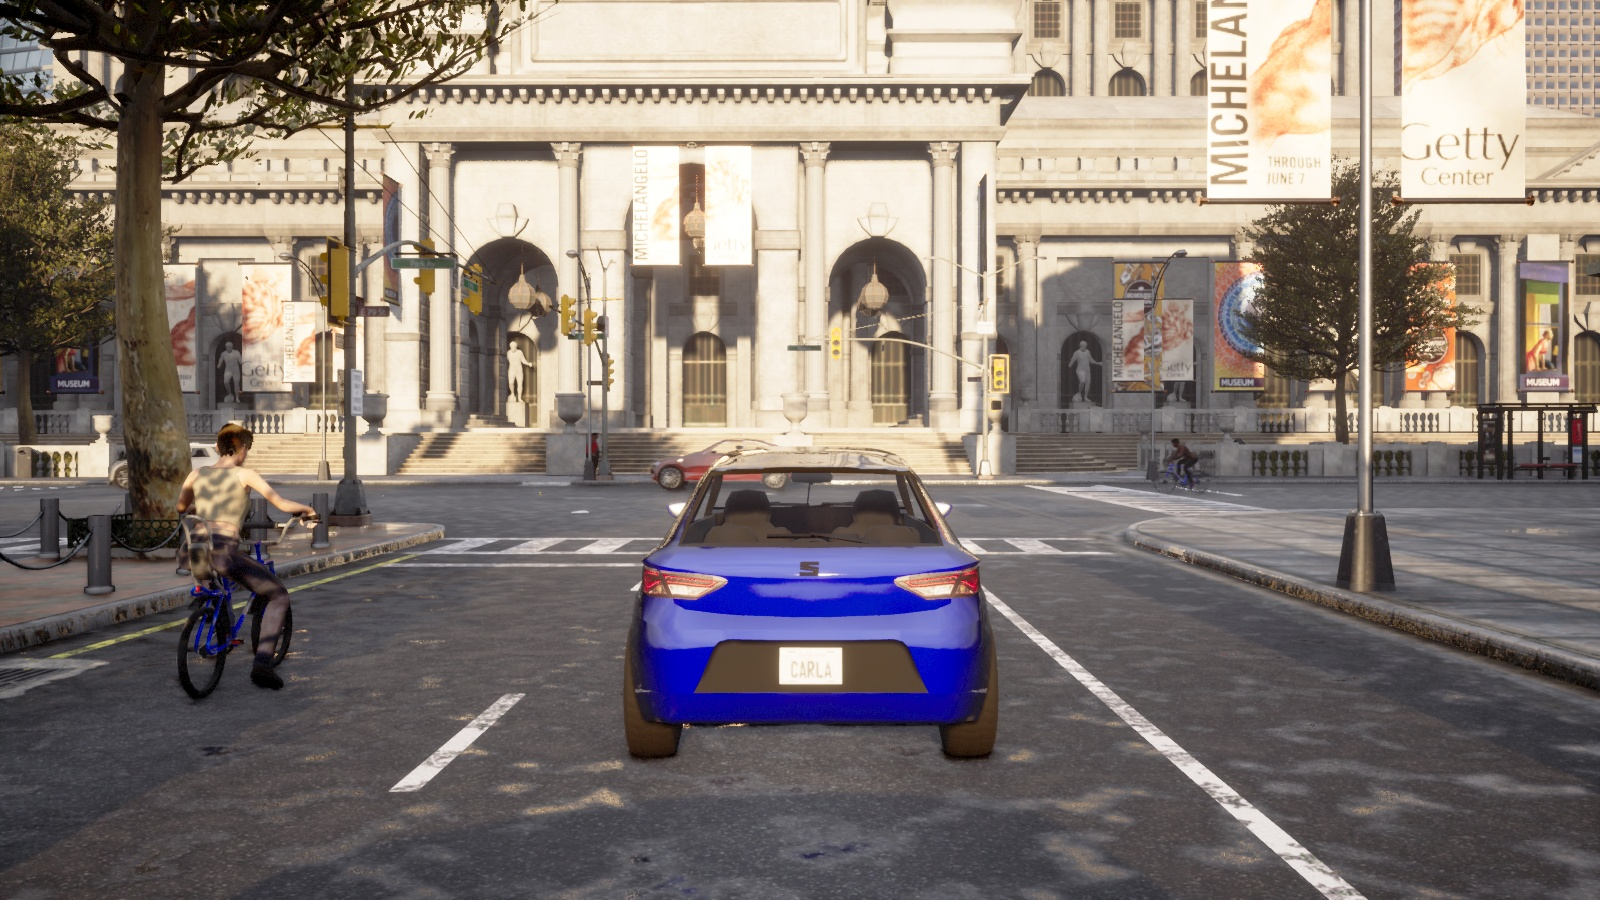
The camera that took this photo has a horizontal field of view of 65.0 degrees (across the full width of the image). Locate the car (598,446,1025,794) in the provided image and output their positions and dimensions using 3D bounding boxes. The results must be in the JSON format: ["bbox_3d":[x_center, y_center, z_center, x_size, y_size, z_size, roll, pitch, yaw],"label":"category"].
[{"bbox_3d":[0.057,0.718,7.451,1.816,1.474,4.193,0,0,0],"label":"car"}]

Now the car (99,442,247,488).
[{"bbox_3d":[-20.237,0.466,40.671,3.806,1.475,1.970,0,0,1],"label":"car"}]

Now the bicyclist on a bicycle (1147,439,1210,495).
[{"bbox_3d":[11.111,0.500,36.868,1.656,1.620,0.582,0,0,1],"label":"bicyclist on a bicycle"}]

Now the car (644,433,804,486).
[{"bbox_3d":[-2.376,0.295,40.497,5.027,1.651,2.152,0,0,1],"label":"car"}]

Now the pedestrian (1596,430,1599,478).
[{"bbox_3d":[30.846,0.157,48.016,0.594,1.836,0.345,0,0,-6],"label":"pedestrian"}]

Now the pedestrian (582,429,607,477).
[{"bbox_3d":[-7.932,0.123,48.450,0.899,1.844,0.634,0,0,-3],"label":"pedestrian"}]

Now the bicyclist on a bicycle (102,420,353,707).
[{"bbox_3d":[-3.492,0.636,7.820,0.866,1.612,1.509,0,0,0],"label":"bicyclist on a bicycle"}]
